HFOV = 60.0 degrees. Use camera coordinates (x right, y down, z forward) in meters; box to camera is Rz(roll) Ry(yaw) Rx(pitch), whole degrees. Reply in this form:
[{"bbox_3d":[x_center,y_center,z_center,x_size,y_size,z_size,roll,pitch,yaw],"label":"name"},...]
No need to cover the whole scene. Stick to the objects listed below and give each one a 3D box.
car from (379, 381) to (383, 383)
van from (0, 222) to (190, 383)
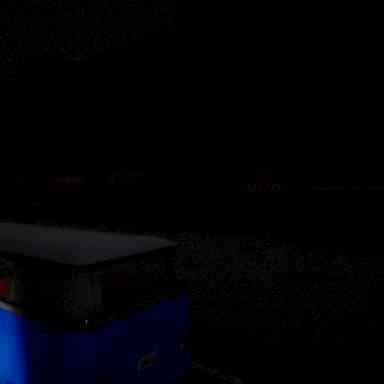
[{"bbox_3d":[2.531,1.440,1.002,4.097,1.590,1.967,0,0,35],"label":"car"},{"bbox_3d":[-1.928,1.341,4.181,3.998,1.788,1.690,0,0,35],"label":"van"}]
